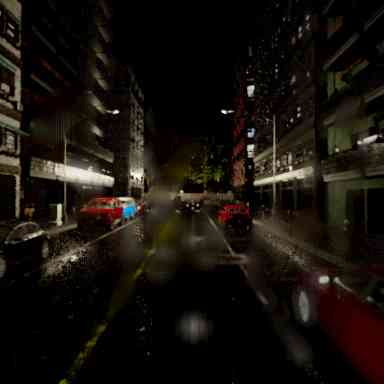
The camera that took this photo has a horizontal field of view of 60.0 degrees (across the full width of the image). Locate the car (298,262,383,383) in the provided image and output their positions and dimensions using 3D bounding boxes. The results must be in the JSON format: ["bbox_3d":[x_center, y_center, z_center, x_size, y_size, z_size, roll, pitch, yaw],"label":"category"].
[{"bbox_3d":[2.704,1.547,4.121,1.887,1.381,4.507,1,0,0],"label":"car"}]

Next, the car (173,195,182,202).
[{"bbox_3d":[-2.994,1.353,71.419,1.812,1.442,4.674,0,0,0],"label":"car"}]

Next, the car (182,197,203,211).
[{"bbox_3d":[0.104,1.620,41.557,1.895,1.301,4.718,0,0,0],"label":"car"}]

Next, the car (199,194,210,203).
[{"bbox_3d":[2.713,1.352,72.477,2.192,1.841,5.009,1,0,0],"label":"car"}]

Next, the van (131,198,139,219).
[{"bbox_3d":[-5.638,1.353,26.845,1.690,1.788,3.998,1,0,0],"label":"van"}]

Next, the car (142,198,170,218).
[{"bbox_3d":[-3.095,1.539,30.331,1.812,1.442,4.674,0,0,0],"label":"car"}]

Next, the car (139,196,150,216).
[{"bbox_3d":[-5.639,1.455,32.542,1.967,1.590,4.097,1,0,0],"label":"car"}]

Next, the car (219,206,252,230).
[{"bbox_3d":[2.706,1.555,21.210,1.887,1.381,4.507,1,0,0],"label":"car"}]

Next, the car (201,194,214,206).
[{"bbox_3d":[2.708,1.553,55.558,1.752,1.417,4.829,1,0,0],"label":"car"}]

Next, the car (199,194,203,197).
[{"bbox_3d":[2.709,1.578,66.781,1.887,1.381,4.507,1,0,0],"label":"car"}]

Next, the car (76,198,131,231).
[{"bbox_3d":[-5.638,1.325,21.149,2.192,1.841,5.009,1,0,0],"label":"car"}]

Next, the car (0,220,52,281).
[{"bbox_3d":[-5.643,1.555,9.756,2.008,1.369,4.403,1,0,0],"label":"car"}]
